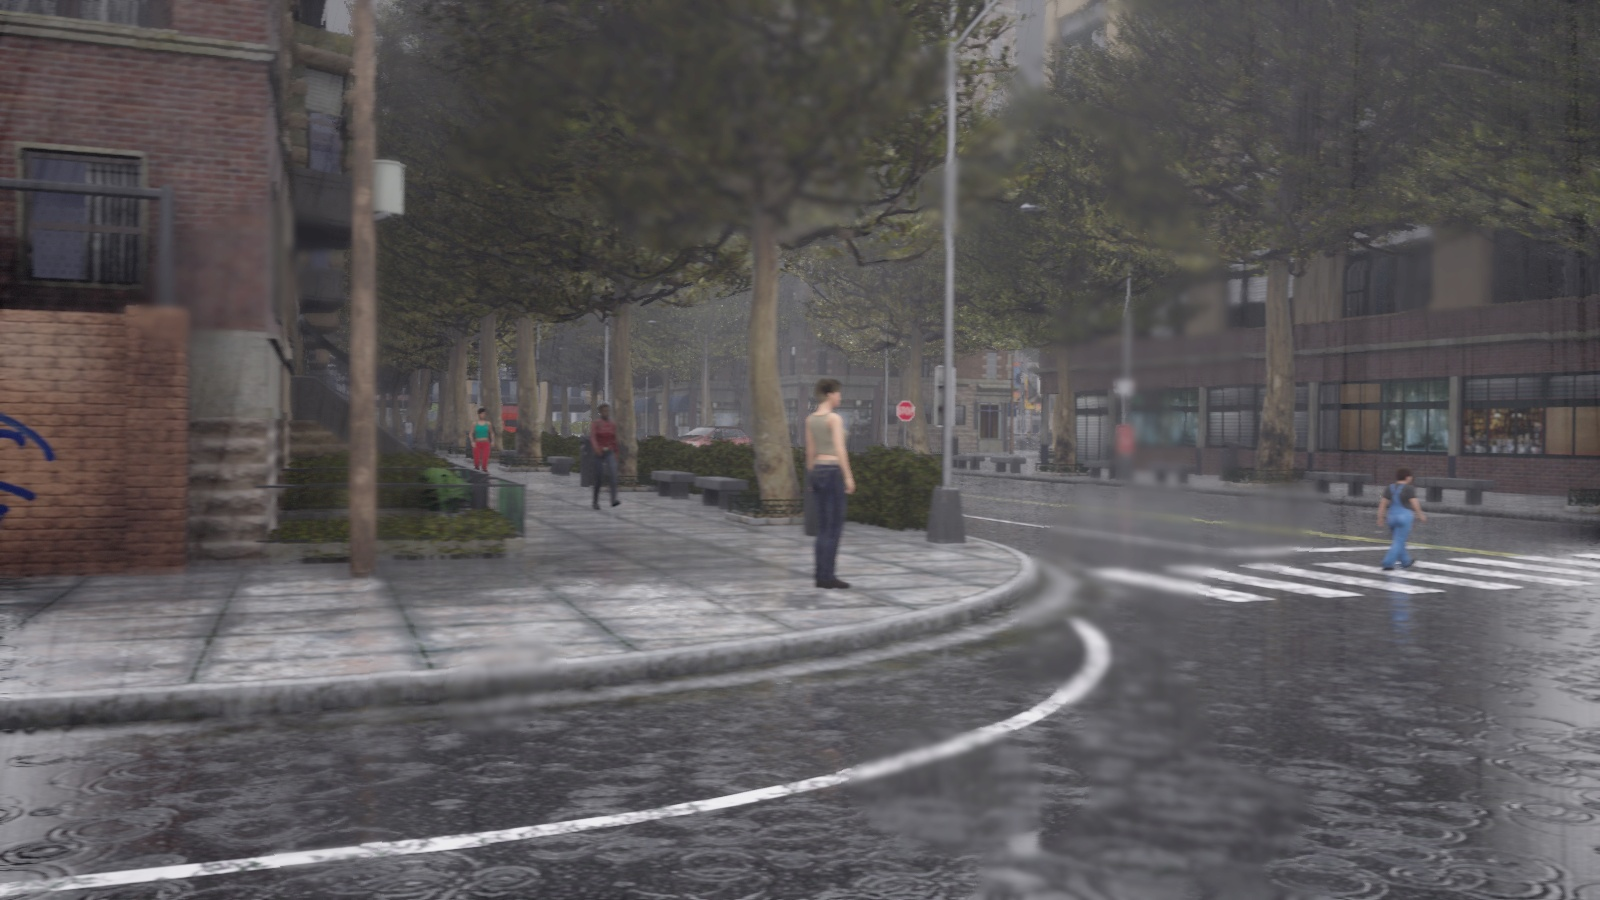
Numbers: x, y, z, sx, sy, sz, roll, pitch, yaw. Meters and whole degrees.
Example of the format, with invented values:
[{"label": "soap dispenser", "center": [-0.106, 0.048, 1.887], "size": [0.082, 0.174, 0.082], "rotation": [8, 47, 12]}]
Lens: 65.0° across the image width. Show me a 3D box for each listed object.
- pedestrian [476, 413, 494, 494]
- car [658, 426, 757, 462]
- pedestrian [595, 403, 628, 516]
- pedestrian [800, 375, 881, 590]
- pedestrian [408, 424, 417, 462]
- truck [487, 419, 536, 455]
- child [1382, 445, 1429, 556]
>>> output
[{"label": "pedestrian", "center": [-7.237, 0.064, 28.824], "size": [0.345, 1.836, 0.594], "rotation": [-1, 1, -18]}, {"label": "car", "center": [-4.445, -0.303, 61.040], "size": [2.242, 1.667, 4.611], "rotation": [0, 1, 39]}, {"label": "pedestrian", "center": [-3.149, 0.148, 20.920], "size": [0.331, 1.846, 0.636], "rotation": [-1, 1, -28]}, {"label": "pedestrian", "center": [0.353, 0.272, 10.999], "size": [0.594, 1.836, 0.345], "rotation": [-1, 1, -30]}, {"label": "pedestrian", "center": [-18.774, -0.332, 60.837], "size": [0.354, 1.836, 0.706], "rotation": [-1, 1, -22]}, {"label": "truck", "center": [-20.527, -0.916, 89.046], "size": [2.627, 2.467, 5.204], "rotation": [-1, 1, -21]}, {"label": "child", "center": [7.004, 0.573, 14.530], "size": [0.437, 1.263, 0.270], "rotation": [-1, 1, -26]}]
